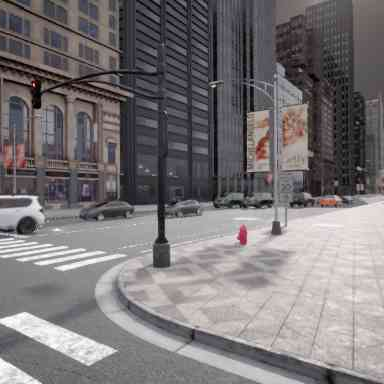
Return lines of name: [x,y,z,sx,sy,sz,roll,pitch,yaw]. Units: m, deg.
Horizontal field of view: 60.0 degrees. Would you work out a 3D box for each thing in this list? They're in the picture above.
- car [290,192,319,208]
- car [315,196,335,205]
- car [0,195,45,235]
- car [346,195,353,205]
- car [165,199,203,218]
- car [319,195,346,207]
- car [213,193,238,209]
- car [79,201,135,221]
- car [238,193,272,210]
car: [15.562,1.085,46.770,2.150,2.045,5.566,-1,0,35]
car: [22.809,1.398,56.958,2.033,1.411,5.357,-1,0,35]
car: [-10.213,1.204,16.473,2.150,2.045,5.566,-1,0,35]
car: [25.240,1.331,54.767,1.837,1.490,4.892,-1,0,35]
car: [-0.859,1.444,29.624,1.837,1.490,4.892,-1,0,35]
car: [19.856,1.188,47.201,2.097,1.767,4.553,-1,0,36]
car: [4.927,1.153,43.342,2.150,2.045,5.566,-1,0,36]
car: [-6.795,1.481,26.884,1.837,1.490,4.892,-1,0,35]
car: [8.444,1.119,42.679,2.150,2.045,5.566,-1,0,35]
